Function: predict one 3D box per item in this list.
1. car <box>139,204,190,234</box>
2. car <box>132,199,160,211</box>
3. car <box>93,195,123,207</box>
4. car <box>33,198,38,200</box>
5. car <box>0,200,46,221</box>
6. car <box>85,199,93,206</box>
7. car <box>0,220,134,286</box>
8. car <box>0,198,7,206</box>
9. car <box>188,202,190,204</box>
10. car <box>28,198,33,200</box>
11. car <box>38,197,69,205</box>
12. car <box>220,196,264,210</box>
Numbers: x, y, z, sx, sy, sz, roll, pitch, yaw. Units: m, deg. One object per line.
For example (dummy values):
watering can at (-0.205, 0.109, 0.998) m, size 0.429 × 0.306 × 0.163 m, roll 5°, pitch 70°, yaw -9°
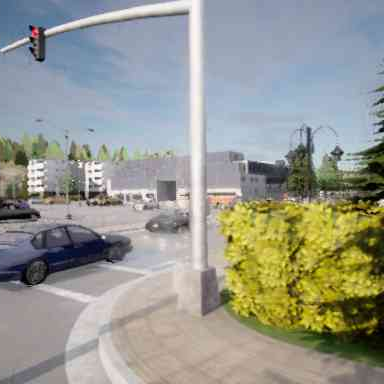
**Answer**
car at (-0.907, 1.688, 20.099) m, size 1.994 × 1.385 × 4.181 m, roll -1°, pitch 0°, yaw 35°
car at (-5.871, 1.680, 42.639) m, size 1.970 × 1.475 × 3.806 m, roll -1°, pitch 0°, yaw 35°
car at (-14.250, 1.548, 57.820) m, size 1.932 × 1.855 × 4.605 m, roll -1°, pitch 0°, yaw 35°
car at (-32.733, 1.899, 69.986) m, size 1.970 × 1.475 × 3.806 m, roll -1°, pitch 0°, yaw 35°
car at (-14.176, 1.601, 25.715) m, size 2.007 × 1.523 × 4.514 m, roll -1°, pitch 0°, yaw 35°
car at (-16.861, 1.556, 59.161) m, size 1.905 × 1.878 × 3.866 m, roll -1°, pitch 0°, yaw 35°
car at (-4.016, 1.636, 9.803) m, size 2.033 × 1.411 × 5.357 m, roll -1°, pitch 0°, yaw 27°
car at (-39.792, 1.998, 66.344) m, size 2.007 × 1.523 × 4.514 m, roll -1°, pitch 0°, yaw 35°
car at (0.846, 1.643, 46.978) m, size 1.845 × 1.501 × 3.633 m, roll -1°, pitch 0°, yaw 35°
car at (-22.009, 1.730, 40.588) m, size 1.845 × 1.501 × 3.633 m, roll -1°, pitch 0°, yaw 35°
car at (-27.307, 1.758, 66.546) m, size 2.152 × 1.636 × 5.027 m, roll -1°, pitch 0°, yaw 35°
car at (4.414, 1.350, 27.783) m, size 2.150 × 2.045 × 5.566 m, roll -1°, pitch 0°, yaw 35°
